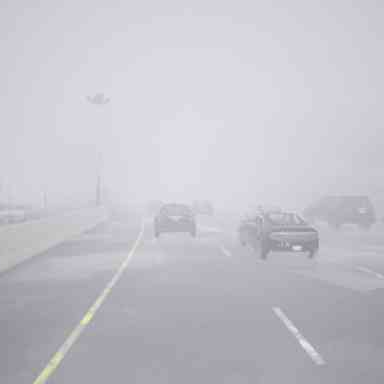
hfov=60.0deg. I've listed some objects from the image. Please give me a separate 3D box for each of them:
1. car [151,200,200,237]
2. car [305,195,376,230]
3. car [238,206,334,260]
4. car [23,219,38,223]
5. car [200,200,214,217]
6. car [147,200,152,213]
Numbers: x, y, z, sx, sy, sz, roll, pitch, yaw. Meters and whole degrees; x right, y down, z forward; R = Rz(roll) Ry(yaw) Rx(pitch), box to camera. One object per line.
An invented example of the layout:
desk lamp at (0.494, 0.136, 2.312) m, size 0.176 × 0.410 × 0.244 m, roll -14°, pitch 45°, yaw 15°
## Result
car at (-1.019, 1.354, 18.408) m, size 2.097 × 1.767 × 4.553 m, roll 0°, pitch 0°, yaw -6°
car at (9.244, 1.201, 21.303) m, size 2.150 × 2.045 × 5.566 m, roll 0°, pitch 0°, yaw -6°
car at (3.025, 1.485, 12.506) m, size 2.128 × 1.511 × 4.902 m, roll 0°, pitch 0°, yaw -4°
car at (-12.514, 1.553, 24.217) m, size 1.812 × 1.442 × 4.674 m, roll 0°, pitch 0°, yaw -9°
car at (0.736, 1.489, 31.106) m, size 2.128 × 1.511 × 4.902 m, roll 0°, pitch 0°, yaw -10°
car at (-3.980, 1.556, 37.322) m, size 2.033 × 1.411 × 5.357 m, roll 0°, pitch 0°, yaw -12°
